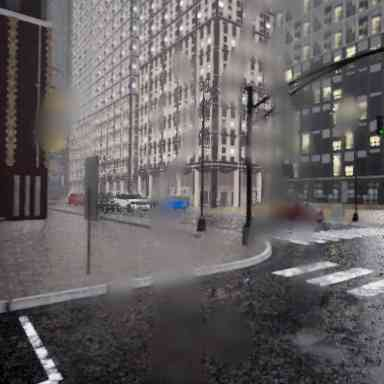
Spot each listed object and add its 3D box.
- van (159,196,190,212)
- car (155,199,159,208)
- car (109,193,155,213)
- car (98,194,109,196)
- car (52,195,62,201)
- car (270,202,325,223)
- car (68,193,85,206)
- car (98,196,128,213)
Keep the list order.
[{"bbox_3d":[-1.905,1.351,39.289,1.690,1.788,3.998,1,-1,-35],"label":"van"},{"bbox_3d":[-5.180,1.553,43.892,2.008,1.369,4.403,1,-1,-35],"label":"car"},{"bbox_3d":[-6.573,1.126,35.869,2.150,2.045,5.566,1,-1,-35],"label":"car"},{"bbox_3d":[-12.417,1.470,49.526,1.812,1.442,4.674,1,-1,-35],"label":"car"},{"bbox_3d":[-34.620,1.540,85.337,1.802,1.307,4.206,1,-1,-35],"label":"car"},{"bbox_3d":[7.906,1.473,25.473,1.967,1.590,4.097,1,-1,-35],"label":"car"},{"bbox_3d":[-17.400,1.213,51.278,2.150,2.045,5.566,1,-1,-35],"label":"car"},{"bbox_3d":[-8.740,1.409,34.435,2.008,1.369,4.403,1,-1,-35],"label":"car"}]
